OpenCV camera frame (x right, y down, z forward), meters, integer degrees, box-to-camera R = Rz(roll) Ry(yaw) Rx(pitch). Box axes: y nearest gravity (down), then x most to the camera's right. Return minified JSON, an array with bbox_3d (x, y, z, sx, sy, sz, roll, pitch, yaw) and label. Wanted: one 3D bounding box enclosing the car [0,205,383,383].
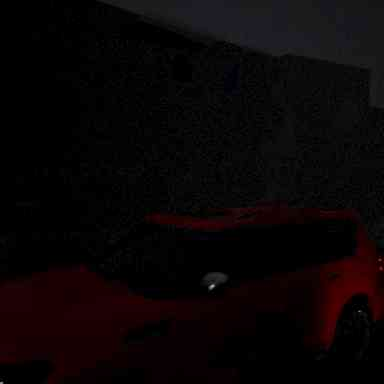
[{"bbox_3d":[0.222,1.229,4.147,5.566,2.045,2.150,0,0,-35],"label":"car"}]
